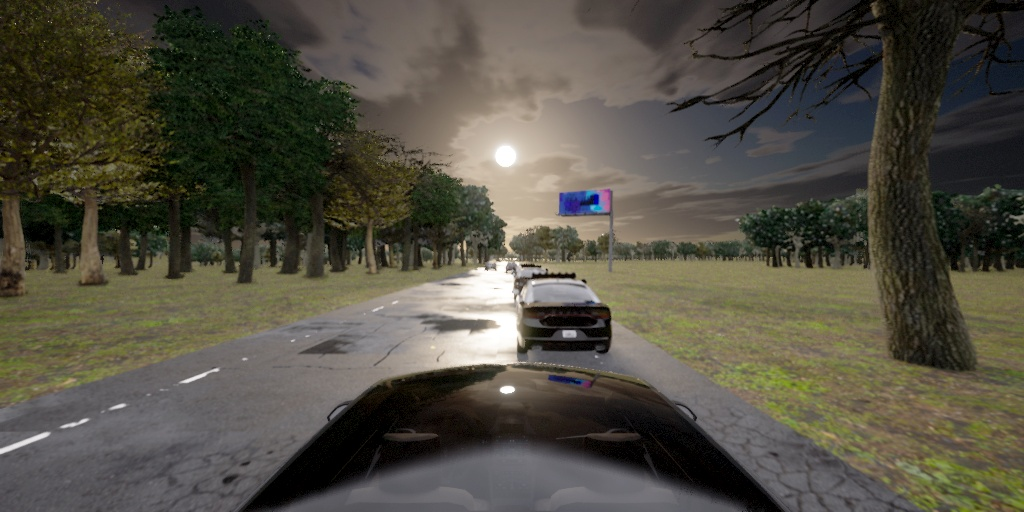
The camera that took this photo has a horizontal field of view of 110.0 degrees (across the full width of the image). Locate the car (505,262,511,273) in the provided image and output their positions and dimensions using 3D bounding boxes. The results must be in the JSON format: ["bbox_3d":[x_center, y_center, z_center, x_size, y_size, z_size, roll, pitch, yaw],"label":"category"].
[{"bbox_3d":[0.002,1.722,51.945,1.895,1.301,4.718,0,0,0],"label":"car"}]

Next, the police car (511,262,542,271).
[{"bbox_3d":[1.030,1.300,19.099,1.930,1.638,5.238,0,0,0],"label":"police car"}]

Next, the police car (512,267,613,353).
[{"bbox_3d":[1.041,1.228,9.098,1.930,1.638,5.238,0,0,0],"label":"police car"}]

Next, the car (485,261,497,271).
[{"bbox_3d":[-3.565,1.682,60.773,2.128,1.511,4.902,0,0,0],"label":"car"}]
